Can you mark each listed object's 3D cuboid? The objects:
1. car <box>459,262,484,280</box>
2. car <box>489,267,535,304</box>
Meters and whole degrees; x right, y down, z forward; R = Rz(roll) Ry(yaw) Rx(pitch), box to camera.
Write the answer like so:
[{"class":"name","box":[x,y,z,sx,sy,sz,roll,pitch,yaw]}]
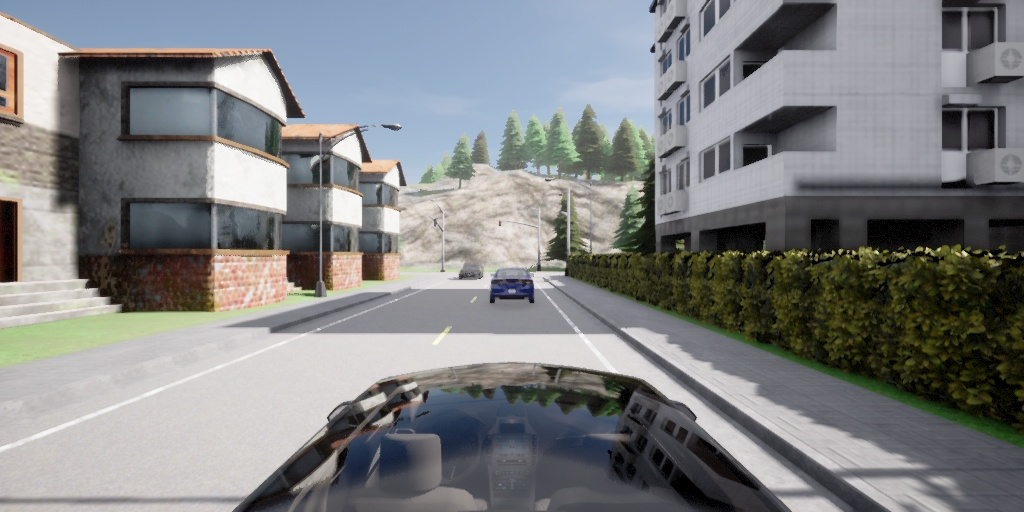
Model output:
[{"class":"car","box":[-3.500,1.309,31.460,1.837,1.490,4.892,0,0,0]},{"class":"car","box":[0.000,1.234,16.500,1.882,1.535,5.008,0,0,0]}]
